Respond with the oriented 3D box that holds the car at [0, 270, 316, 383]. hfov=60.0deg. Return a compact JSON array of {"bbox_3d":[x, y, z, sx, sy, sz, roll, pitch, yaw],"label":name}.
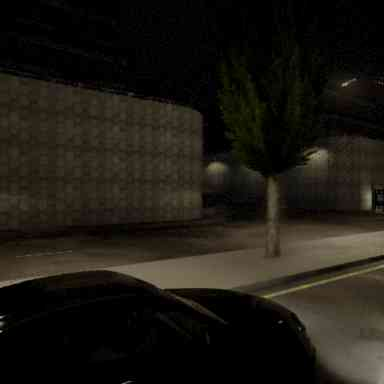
[{"bbox_3d":[-0.801,1.529,3.174,4.674,1.442,1.812,0,0,-35],"label":"car"}]
